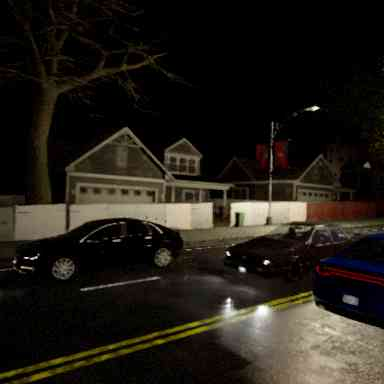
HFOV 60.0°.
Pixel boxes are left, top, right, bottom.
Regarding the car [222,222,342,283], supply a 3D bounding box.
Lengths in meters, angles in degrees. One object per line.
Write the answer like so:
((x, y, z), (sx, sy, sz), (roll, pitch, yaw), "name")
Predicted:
((3.473, 1.650, 10.153), (5.357, 1.411, 2.033), (1, -1, -35), "car")

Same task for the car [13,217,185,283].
((-2.522, 1.546, 9.868), (4.892, 1.490, 1.837), (1, 0, -35), "car")

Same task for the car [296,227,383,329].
((4.498, 1.565, 6.646), (5.008, 1.535, 1.882), (1, 0, -36), "car")
